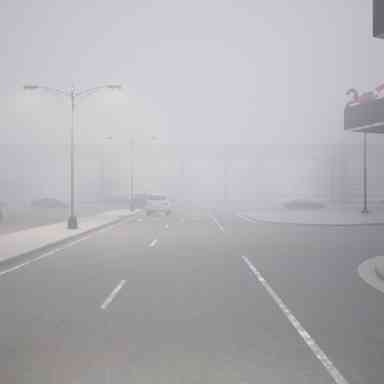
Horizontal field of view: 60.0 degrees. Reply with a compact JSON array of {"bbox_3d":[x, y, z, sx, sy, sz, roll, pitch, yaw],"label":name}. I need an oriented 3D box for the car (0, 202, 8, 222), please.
[{"bbox_3d":[-14.971,1.532,22.999,1.812,1.442,4.674,0,0,1],"label":"car"}]

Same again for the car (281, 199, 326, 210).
[{"bbox_3d":[14.191,1.559,42.411,5.357,1.411,2.033,0,0,4],"label":"car"}]

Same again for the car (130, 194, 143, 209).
[{"bbox_3d":[-5.237,1.237,45.848,5.566,2.045,2.150,0,0,0],"label":"car"}]

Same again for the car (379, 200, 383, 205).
[{"bbox_3d":[33.467,1.562,54.135,5.357,1.411,2.033,0,0,-4],"label":"car"}]

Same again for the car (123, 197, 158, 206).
[{"bbox_3d":[-8.452,1.563,55.141,5.357,1.411,2.033,0,0,14],"label":"car"}]

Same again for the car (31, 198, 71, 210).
[{"bbox_3d":[-17.920,1.515,42.453,4.892,1.490,1.837,1,0,0],"label":"car"}]

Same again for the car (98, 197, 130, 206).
[{"bbox_3d":[-12.462,1.493,53.188,5.008,1.535,1.882,0,0,0],"label":"car"}]

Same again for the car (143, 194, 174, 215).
[{"bbox_3d":[-3.254,1.231,33.508,2.150,2.045,5.566,0,0,0],"label":"car"}]
